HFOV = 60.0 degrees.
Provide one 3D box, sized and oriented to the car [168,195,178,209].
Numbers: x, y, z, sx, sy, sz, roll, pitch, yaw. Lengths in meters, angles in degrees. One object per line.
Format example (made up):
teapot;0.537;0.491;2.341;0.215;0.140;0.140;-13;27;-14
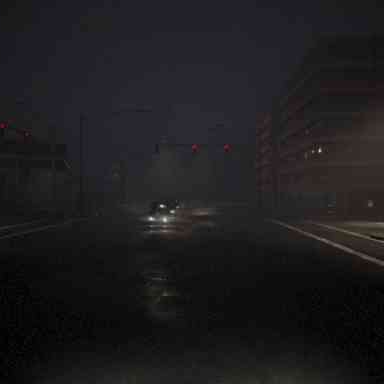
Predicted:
car;-3.184;1.478;43.771;1.882;1.535;5.008;0;0;0

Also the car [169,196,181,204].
car;-3.294;1.547;64.716;2.033;1.411;5.357;0;0;0

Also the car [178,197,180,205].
car;-3.207;1.352;54.368;2.097;1.767;4.553;0;0;0

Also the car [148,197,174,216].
car;-3.113;1.548;32.612;2.033;1.411;5.357;0;0;-1

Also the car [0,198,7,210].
car;-24.020;1.456;38.975;3.806;1.475;1.970;0;0;1
